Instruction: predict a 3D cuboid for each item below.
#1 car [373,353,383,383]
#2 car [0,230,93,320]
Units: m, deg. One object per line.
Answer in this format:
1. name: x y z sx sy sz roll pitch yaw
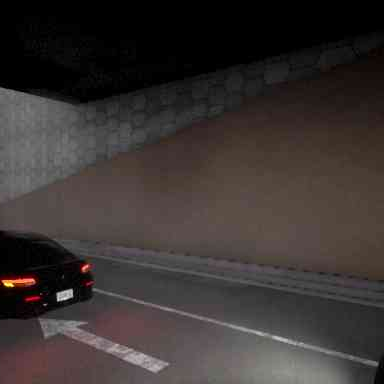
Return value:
1. car: 3.487 1.505 1.427 4.892 1.490 1.837 0 0 36
2. car: -3.955 1.526 6.793 4.674 1.442 1.812 0 0 36
